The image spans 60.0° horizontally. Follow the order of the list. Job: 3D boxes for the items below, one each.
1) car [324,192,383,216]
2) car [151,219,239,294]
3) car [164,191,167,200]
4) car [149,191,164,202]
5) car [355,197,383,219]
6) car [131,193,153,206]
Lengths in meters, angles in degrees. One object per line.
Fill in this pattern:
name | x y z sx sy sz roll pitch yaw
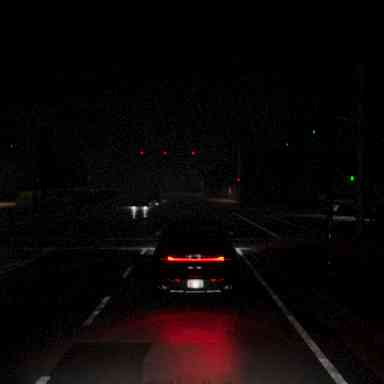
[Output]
car | 14.912 1.043 30.042 5.566 2.045 2.150 0 0 -1
car | 0.068 1.453 8.634 1.837 1.490 4.892 0 0 0
car | -7.145 0.758 77.542 2.150 2.045 5.566 0 0 0
car | -7.155 0.851 62.531 2.150 2.045 5.566 0 1 0
car | 16.009 1.368 26.597 4.674 1.442 1.812 0 0 -1
car | -7.172 1.247 47.259 1.812 1.442 4.674 0 1 0
